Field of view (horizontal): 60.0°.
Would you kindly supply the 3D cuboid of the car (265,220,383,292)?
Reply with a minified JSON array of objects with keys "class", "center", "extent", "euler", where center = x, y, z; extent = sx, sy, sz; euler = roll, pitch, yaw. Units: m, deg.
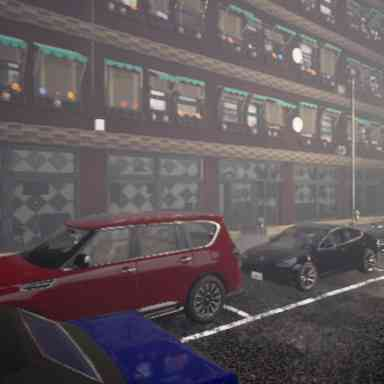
[{"class":"car","center":[3.259,1.537,8.889],"extent":[4.313,1.339,1.947],"euler":[0,0,-36]}]

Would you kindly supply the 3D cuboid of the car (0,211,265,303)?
[{"class":"car","center":[-1.379,1.307,5.579],"extent":[5.009,1.841,2.192],"euler":[0,0,-36]}]

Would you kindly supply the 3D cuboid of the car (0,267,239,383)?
[{"class":"car","center":[-2.032,1.603,1.924],"extent":[4.718,1.301,1.895],"euler":[0,0,-35]}]
